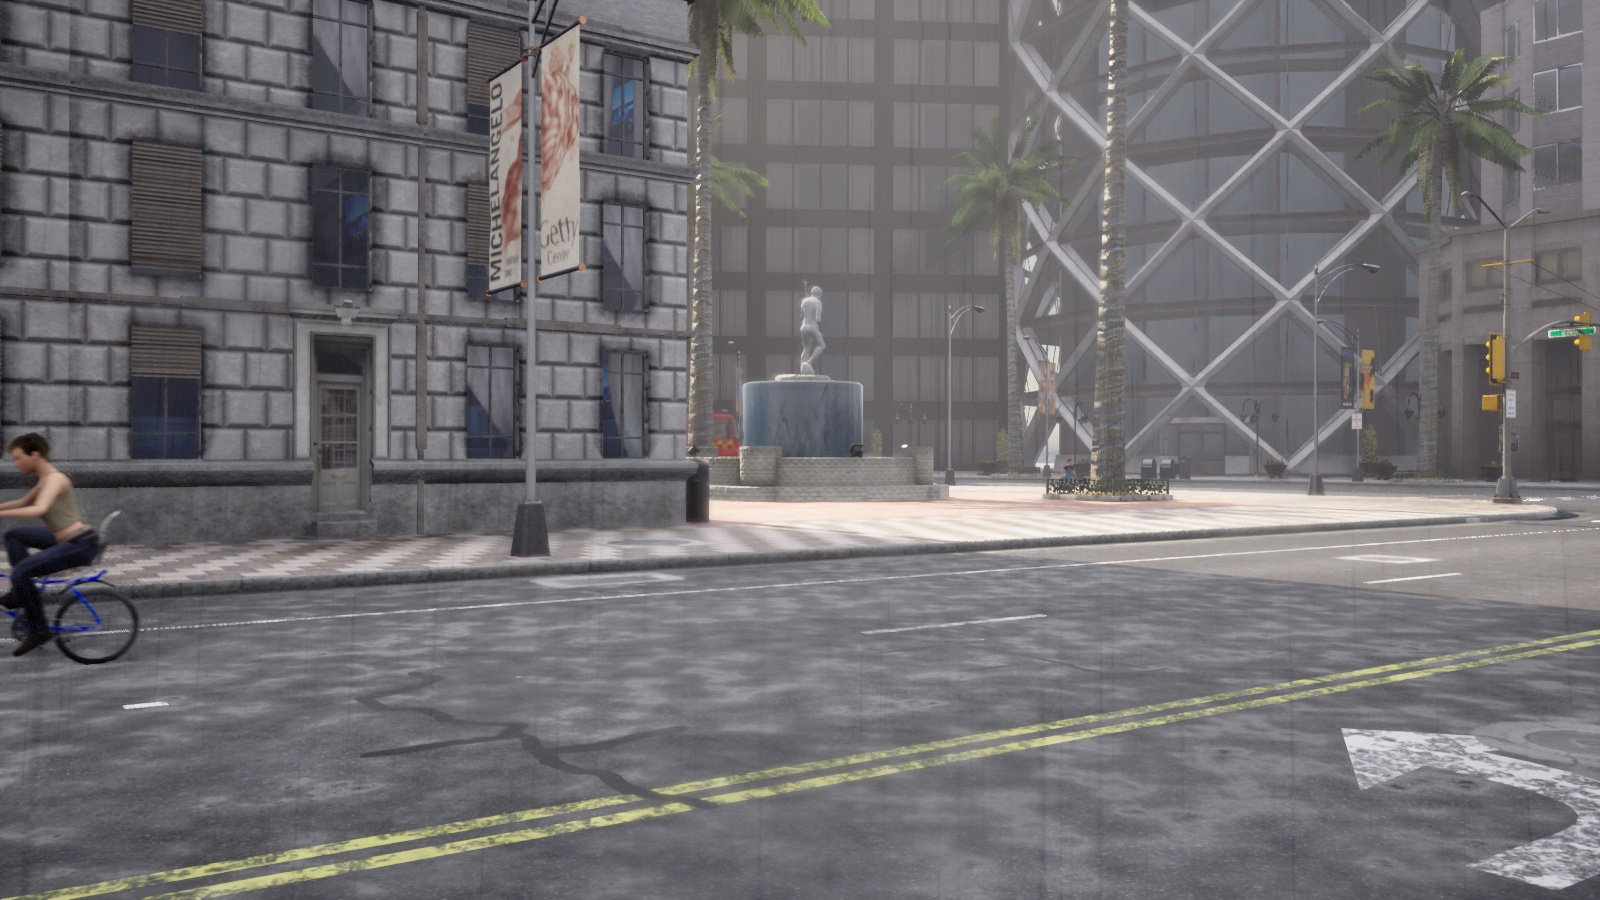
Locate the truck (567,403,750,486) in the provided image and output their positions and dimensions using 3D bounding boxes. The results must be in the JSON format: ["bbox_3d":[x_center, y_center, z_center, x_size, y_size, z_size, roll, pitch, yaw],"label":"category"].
[{"bbox_3d":[-6.664,-0.259,60.036,8.468,3.827,2.891,0,0,-3],"label":"truck"}]

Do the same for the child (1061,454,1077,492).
[{"bbox_3d":[9.046,0.766,42.237,0.270,1.263,0.437,0,0,-35],"label":"child"}]

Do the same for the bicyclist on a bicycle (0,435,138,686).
[{"bbox_3d":[-5.361,0.713,8.451,1.509,1.612,0.866,0,0,-34],"label":"bicyclist on a bicycle"}]
